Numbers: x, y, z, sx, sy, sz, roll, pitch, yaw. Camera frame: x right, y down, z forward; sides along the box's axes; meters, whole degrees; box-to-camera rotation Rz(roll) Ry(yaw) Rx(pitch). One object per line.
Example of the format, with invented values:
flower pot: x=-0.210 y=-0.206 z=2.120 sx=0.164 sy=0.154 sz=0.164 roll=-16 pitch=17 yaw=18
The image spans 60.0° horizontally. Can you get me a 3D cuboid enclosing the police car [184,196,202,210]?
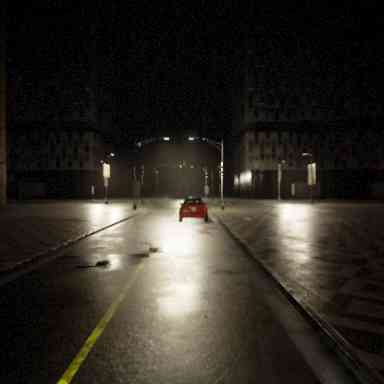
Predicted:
police car: x=0.108 y=1.301 z=40.216 sx=2.038 sy=1.542 sz=4.974 roll=0 pitch=1 yaw=0

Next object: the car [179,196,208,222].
car: x=0.108 y=1.220 z=25.307 sx=2.097 sy=1.767 sz=4.553 roll=0 pitch=0 yaw=0
